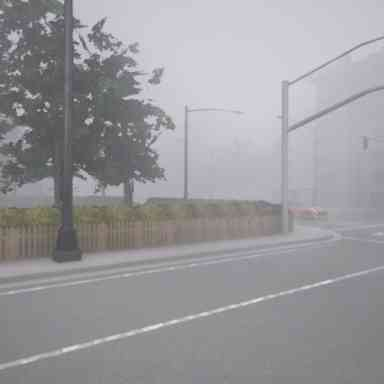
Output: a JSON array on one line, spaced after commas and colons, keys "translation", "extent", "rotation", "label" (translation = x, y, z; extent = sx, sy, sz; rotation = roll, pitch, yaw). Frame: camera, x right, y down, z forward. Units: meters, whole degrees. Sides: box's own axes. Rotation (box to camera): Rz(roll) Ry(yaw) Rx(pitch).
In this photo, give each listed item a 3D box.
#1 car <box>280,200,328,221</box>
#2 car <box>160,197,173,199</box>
[{"translation": [9.557, 1.514, 29.319], "extent": [2.097, 1.767, 4.553], "rotation": [0, 0, -35], "label": "car"}, {"translation": [-4.604, 1.542, 56.243], "extent": [2.097, 1.767, 4.553], "rotation": [0, 0, -34], "label": "car"}]
